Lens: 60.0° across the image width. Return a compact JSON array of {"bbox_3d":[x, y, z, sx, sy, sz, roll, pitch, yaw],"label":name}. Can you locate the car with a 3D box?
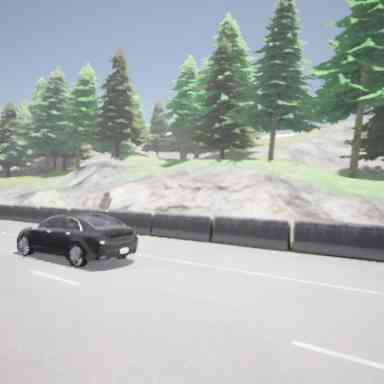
[{"bbox_3d":[-3.942,1.443,11.103,4.892,1.490,1.837,0,0,36],"label":"car"}]
